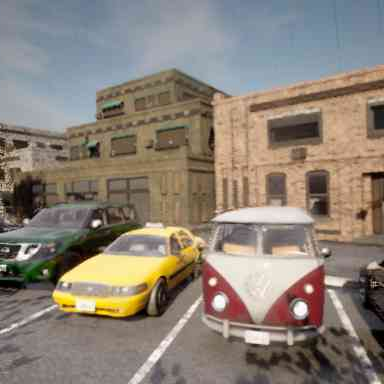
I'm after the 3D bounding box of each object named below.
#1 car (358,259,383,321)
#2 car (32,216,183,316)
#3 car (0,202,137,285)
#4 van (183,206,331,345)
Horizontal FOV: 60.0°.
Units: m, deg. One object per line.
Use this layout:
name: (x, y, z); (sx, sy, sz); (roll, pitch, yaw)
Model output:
car: (3.830, 1.508, 4.752); (2.163, 1.488, 4.792); (-1, -1, 16)
car: (-1.004, 1.541, 7.951); (1.946, 1.575, 5.366); (0, -1, 15)
car: (-3.356, 1.332, 9.809); (2.435, 2.045, 5.566); (-1, -1, 15)
van: (1.408, 1.285, 6.317); (1.878, 1.987, 4.442); (0, -1, 15)
